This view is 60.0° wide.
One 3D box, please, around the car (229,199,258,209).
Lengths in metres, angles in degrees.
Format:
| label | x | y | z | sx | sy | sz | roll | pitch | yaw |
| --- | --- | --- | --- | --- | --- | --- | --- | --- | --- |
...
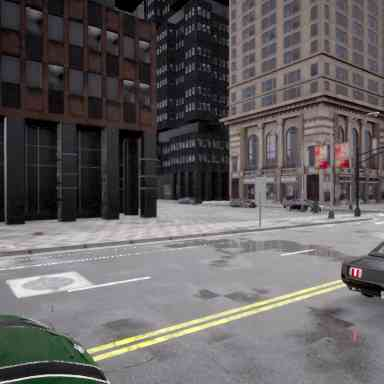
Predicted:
| label | x | y | z | sx | sy | sz | roll | pitch | yaw |
| --- | --- | --- | --- | --- | --- | --- | --- | --- | --- |
| car | 7.075 | 1.600 | 46.244 | 1.994 | 1.385 | 4.181 | 0 | 0 | -36 |

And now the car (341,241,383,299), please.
| label | x | y | z | sx | sy | sz | roll | pitch | yaw |
| --- | --- | --- | --- | --- | --- | --- | --- | --- | --- |
| car | 5.383 | 1.600 | 7.284 | 4.718 | 1.301 | 1.895 | 0 | 0 | -35 |

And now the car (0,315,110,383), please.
| label | x | y | z | sx | sy | sz | roll | pitch | yaw |
| --- | --- | --- | --- | --- | --- | --- | --- | --- | --- |
| car | -2.605 | 1.352 | 1.579 | 4.553 | 1.767 | 2.097 | 0 | 0 | -36 |

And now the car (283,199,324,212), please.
| label | x | y | z | sx | sy | sz | roll | pitch | yaw |
| --- | --- | --- | --- | --- | --- | --- | --- | --- | --- |
| car | 12.744 | 1.517 | 38.244 | 2.128 | 1.511 | 4.902 | 0 | 0 | -35 |

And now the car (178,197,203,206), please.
| label | x | y | z | sx | sy | sz | roll | pitch | yaw |
| --- | --- | --- | --- | --- | --- | --- | --- | --- | --- |
| car | -0.417 | 1.599 | 56.880 | 2.033 | 1.411 | 5.357 | 0 | 0 | -35 |
